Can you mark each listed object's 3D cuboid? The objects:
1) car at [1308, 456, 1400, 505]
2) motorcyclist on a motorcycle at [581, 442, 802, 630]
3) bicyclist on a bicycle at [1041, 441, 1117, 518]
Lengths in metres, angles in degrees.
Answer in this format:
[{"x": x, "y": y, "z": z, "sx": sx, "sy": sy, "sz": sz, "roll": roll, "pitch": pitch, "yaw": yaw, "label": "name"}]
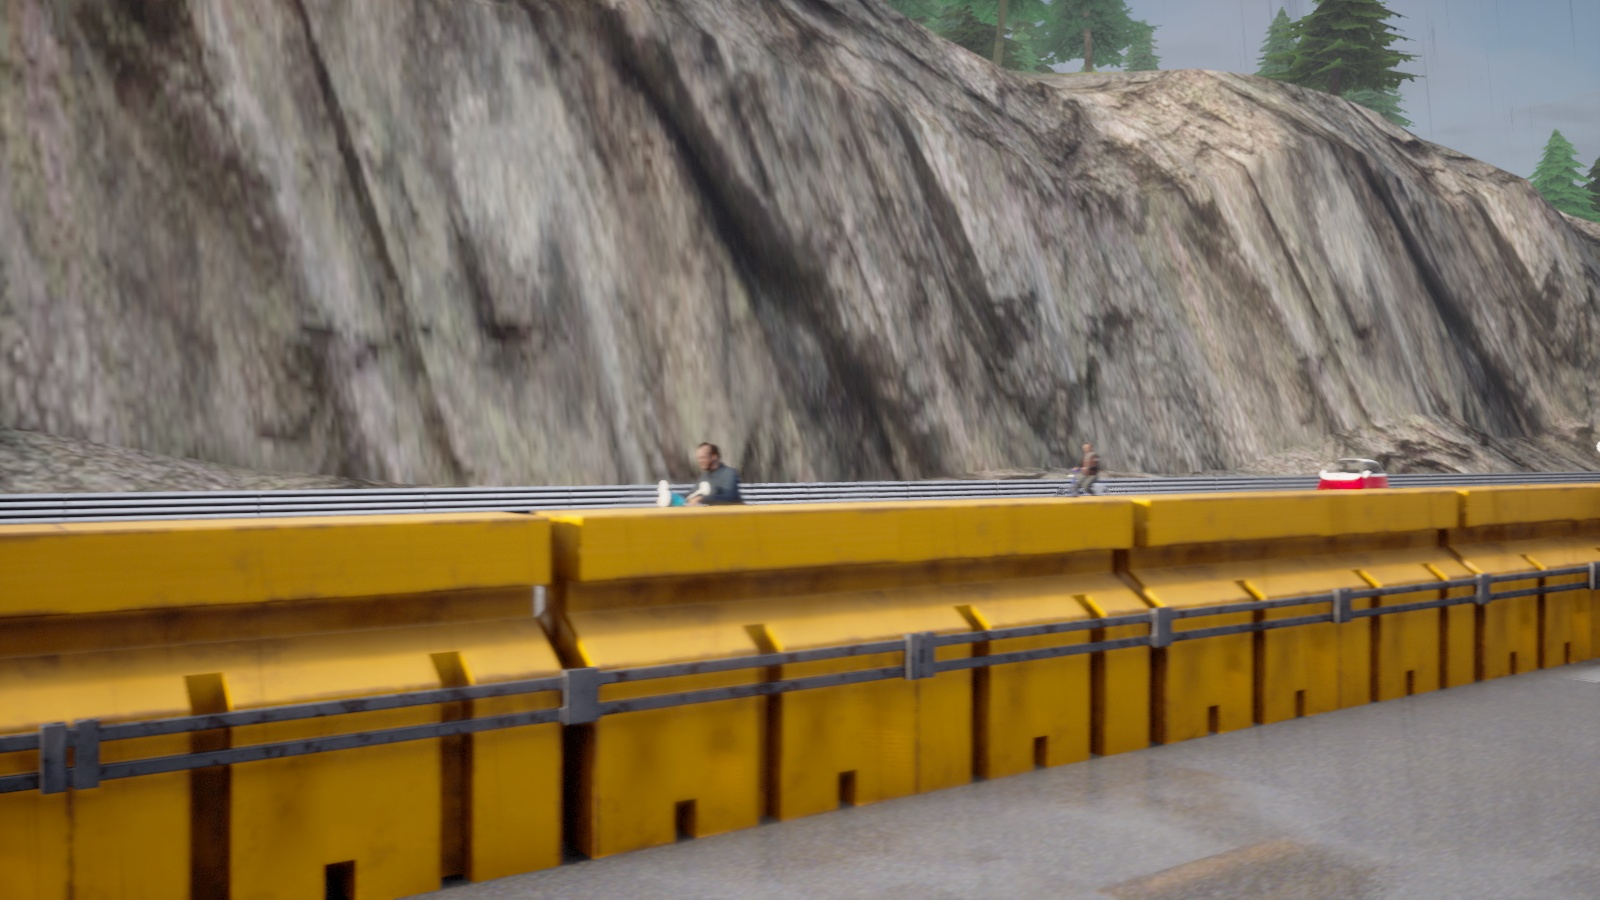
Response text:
[{"x": 15.905, "y": 0.854, "z": 36.070, "sx": 2.207, "sy": 1.376, "sz": 1.481, "roll": 0, "pitch": 0, "yaw": -35, "label": "car"}, {"x": -0.981, "y": 0.728, "z": 11.507, "sx": 1.817, "sy": 1.590, "sz": 0.866, "roll": 0, "pitch": 0, "yaw": -35, "label": "motorcyclist on a motorcycle"}, {"x": 6.572, "y": 0.674, "z": 29.567, "sx": 1.843, "sy": 1.776, "sz": 0.659, "roll": 0, "pitch": 0, "yaw": -35, "label": "bicyclist on a bicycle"}]
